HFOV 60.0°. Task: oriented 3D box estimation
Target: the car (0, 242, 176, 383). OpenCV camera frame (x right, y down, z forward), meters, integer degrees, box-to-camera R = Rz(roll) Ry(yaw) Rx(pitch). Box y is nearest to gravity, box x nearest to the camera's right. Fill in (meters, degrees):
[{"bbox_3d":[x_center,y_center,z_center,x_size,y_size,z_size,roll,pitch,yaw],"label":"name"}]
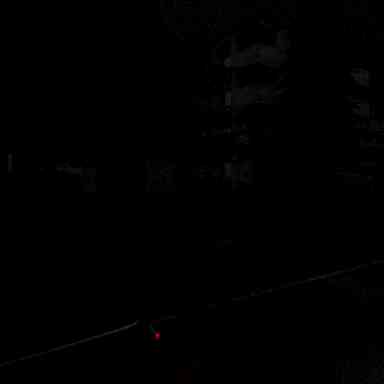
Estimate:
[{"bbox_3d":[-2.400,1.358,2.263,4.553,1.767,2.097,-1,0,-35],"label":"car"}]
